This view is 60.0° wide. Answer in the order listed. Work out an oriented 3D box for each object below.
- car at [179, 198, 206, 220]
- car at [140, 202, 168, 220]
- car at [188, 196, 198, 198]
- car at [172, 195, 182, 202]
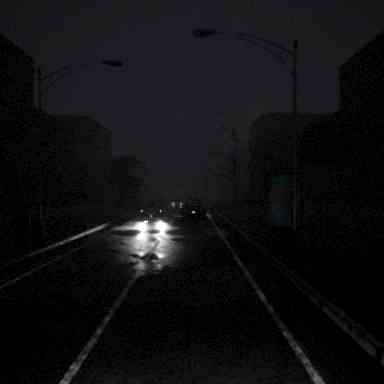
[{"bbox_3d":[0.112,1.474,26.875,1.994,1.385,4.181,0,0,0],"label":"car"},{"bbox_3d":[-3.087,1.508,27.367,1.895,1.301,4.718,0,0,0],"label":"car"},{"bbox_3d":[0.120,1.334,42.876,1.837,1.490,4.892,0,0,0],"label":"car"},{"bbox_3d":[-2.971,1.339,67.886,1.837,1.490,4.892,0,0,0],"label":"car"}]
